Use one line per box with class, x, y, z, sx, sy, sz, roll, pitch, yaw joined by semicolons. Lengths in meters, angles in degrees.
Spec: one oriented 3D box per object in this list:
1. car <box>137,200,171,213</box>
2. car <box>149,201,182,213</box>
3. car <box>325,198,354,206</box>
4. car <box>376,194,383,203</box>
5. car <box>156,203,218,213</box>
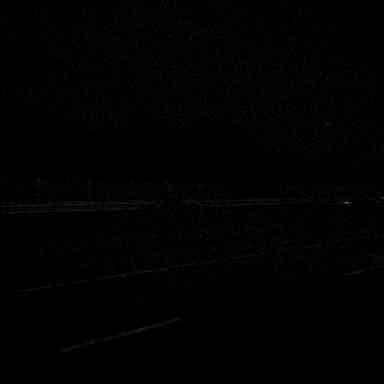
car;-2.300;1.499;28.143;4.892;1.490;1.837;0;0;-35
car;-0.735;1.558;24.959;4.181;1.385;1.994;0;0;-35
car;21.535;1.535;48.541;5.357;1.411;2.033;0;0;-38
car;30.891;1.211;51.728;5.566;2.045;2.150;0;0;-35
car;0.368;1.596;21.450;4.718;1.301;1.895;0;0;-35
